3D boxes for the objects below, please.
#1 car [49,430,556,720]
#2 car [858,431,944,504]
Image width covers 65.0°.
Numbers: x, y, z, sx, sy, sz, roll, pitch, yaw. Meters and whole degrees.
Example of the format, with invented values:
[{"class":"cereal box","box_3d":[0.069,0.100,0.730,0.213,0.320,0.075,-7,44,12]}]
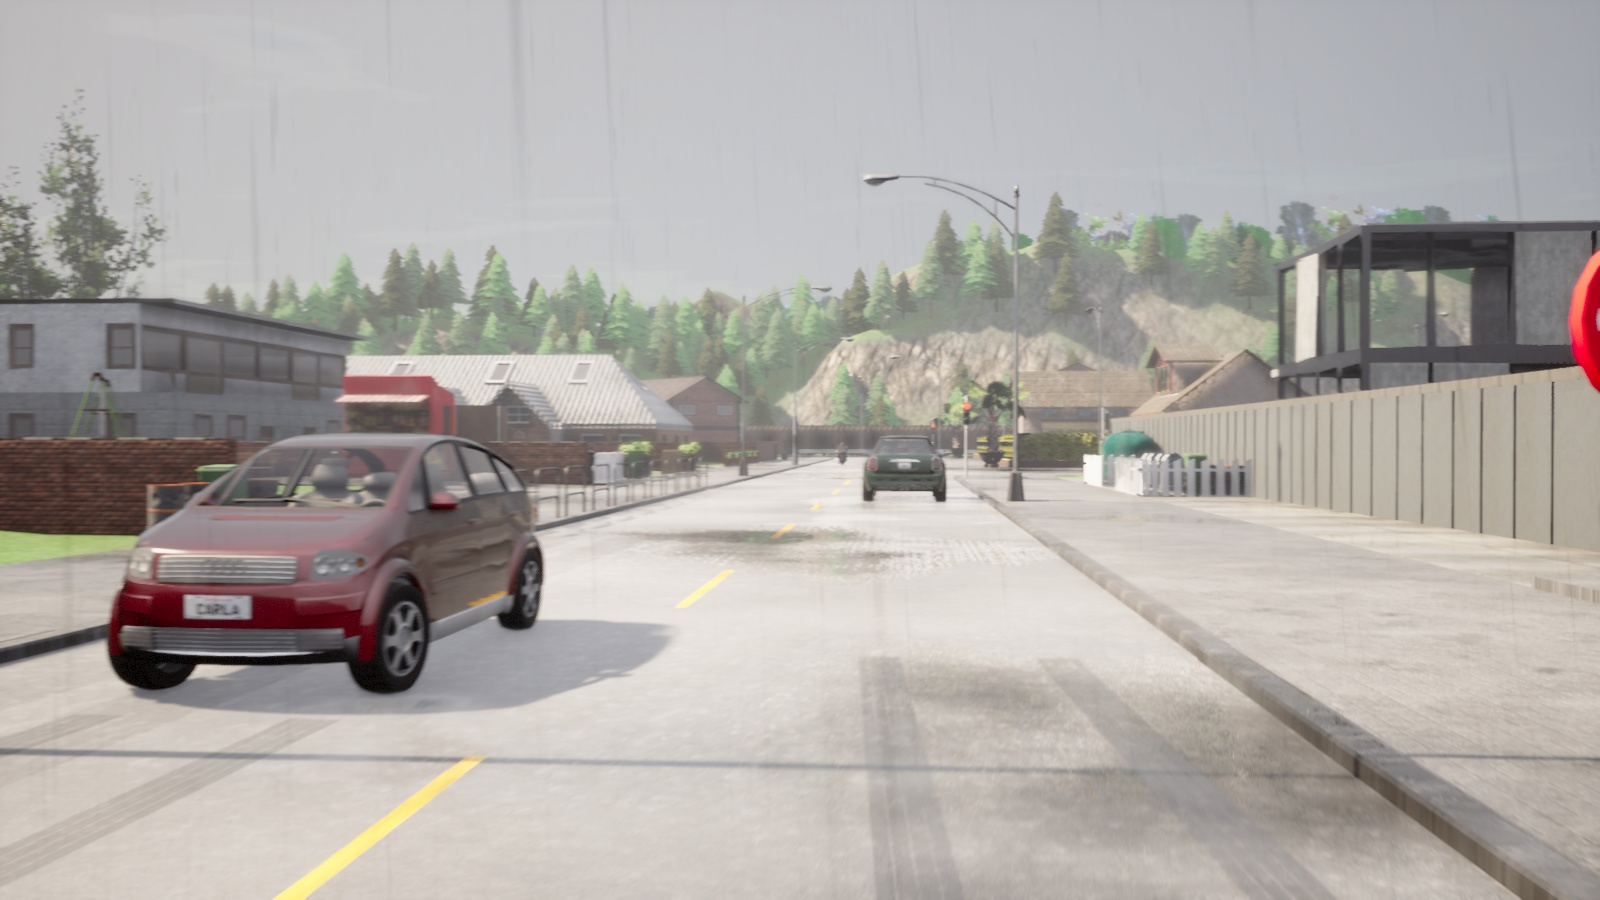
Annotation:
[{"class":"car","box_3d":[-3.068,0.660,8.638,1.789,1.549,3.705,0,0,5]},{"class":"car","box_3d":[2.634,0.404,32.859,2.097,1.767,4.553,0,0,4]}]
